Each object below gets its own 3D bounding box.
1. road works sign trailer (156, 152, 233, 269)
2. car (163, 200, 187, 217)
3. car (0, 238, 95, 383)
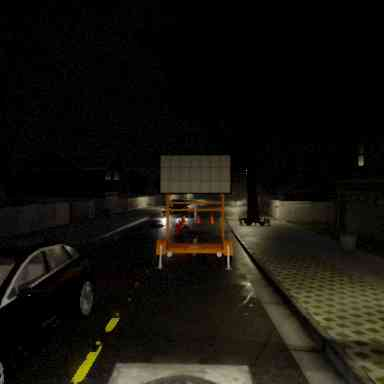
[{"bbox_3d":[0.116,0.464,11.121,2.380,3.560,2.880,0,0,2],"label":"road works sign trailer"},{"bbox_3d":[-1.532,1.504,31.135,1.837,1.490,4.892,0,0,5],"label":"car"},{"bbox_3d":[-2.798,1.489,4.579,2.128,1.511,4.902,0,0,1],"label":"car"}]
